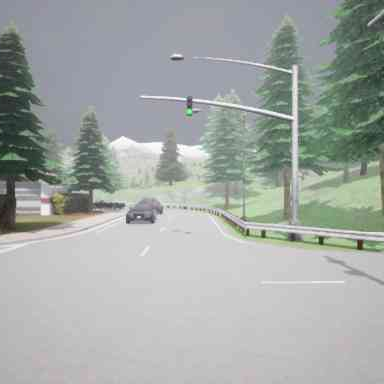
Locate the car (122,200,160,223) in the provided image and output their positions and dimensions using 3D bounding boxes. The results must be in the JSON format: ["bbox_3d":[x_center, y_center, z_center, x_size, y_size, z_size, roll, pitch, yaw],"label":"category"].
[{"bbox_3d":[-3.728,1.563,25.044,1.994,1.385,4.181,0,0,-2],"label":"car"}]

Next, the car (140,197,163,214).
[{"bbox_3d":[-4.464,1.350,34.842,2.097,1.767,4.553,0,0,-19],"label":"car"}]

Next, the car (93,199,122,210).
[{"bbox_3d":[-10.961,1.606,42.646,4.718,1.301,1.895,0,0,15],"label":"car"}]
